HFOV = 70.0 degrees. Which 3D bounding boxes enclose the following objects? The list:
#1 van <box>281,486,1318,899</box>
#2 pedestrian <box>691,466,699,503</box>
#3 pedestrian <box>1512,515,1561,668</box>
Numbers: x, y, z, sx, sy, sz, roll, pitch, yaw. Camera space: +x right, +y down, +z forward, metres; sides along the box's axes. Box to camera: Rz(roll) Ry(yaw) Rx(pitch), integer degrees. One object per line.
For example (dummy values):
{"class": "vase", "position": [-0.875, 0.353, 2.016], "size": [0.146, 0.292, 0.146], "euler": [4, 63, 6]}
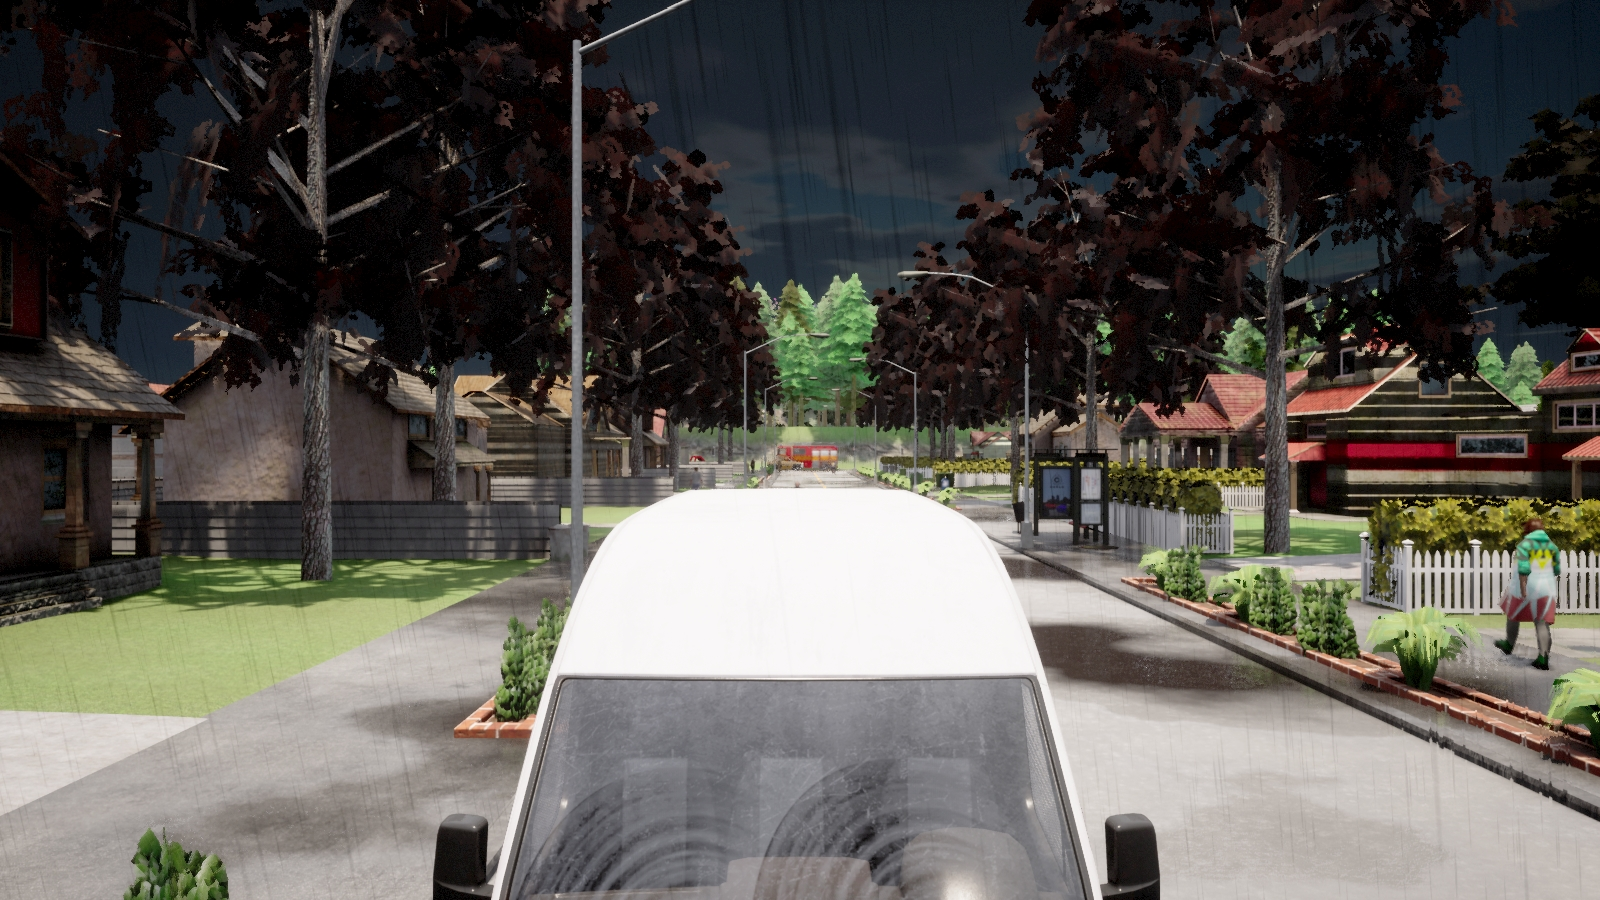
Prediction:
{"class": "van", "position": [-0.006, 1.534, 5.149], "size": [1.988, 2.561, 5.915], "euler": [0, 0, 0]}
{"class": "pedestrian", "position": [-5.322, 1.743, 58.032], "size": [0.375, 1.860, 0.375], "euler": [0, 0, 3]}
{"class": "pedestrian", "position": [9.135, 1.744, 14.177], "size": [0.375, 1.860, 0.375], "euler": [0, 0, 1]}
